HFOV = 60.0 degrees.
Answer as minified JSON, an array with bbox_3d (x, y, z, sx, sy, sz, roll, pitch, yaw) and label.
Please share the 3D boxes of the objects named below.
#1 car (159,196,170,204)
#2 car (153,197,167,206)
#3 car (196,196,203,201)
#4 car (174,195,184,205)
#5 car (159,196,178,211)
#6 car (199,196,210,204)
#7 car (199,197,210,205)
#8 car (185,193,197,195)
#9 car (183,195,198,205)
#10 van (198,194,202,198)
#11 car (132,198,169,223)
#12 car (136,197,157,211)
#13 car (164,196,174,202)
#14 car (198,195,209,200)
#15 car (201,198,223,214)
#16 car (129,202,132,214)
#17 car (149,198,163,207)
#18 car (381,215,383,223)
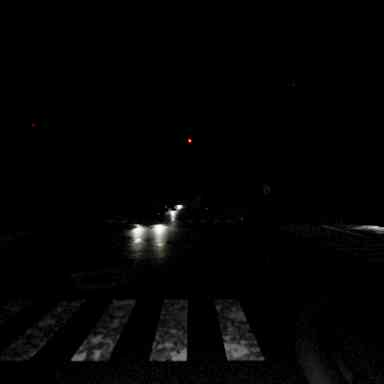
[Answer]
[{"bbox_3d":[-5.614,1.574,69.323,1.967,1.590,4.097,0,0,0],"label":"car"},{"bbox_3d":[-5.633,1.653,58.301,2.008,1.369,4.403,0,0,0],"label":"car"},{"bbox_3d":[2.037,1.727,90.213,1.812,1.442,4.674,0,0,0],"label":"car"},{"bbox_3d":[-3.054,1.710,60.741,1.895,1.301,4.718,0,0,1],"label":"car"},{"bbox_3d":[-3.118,1.570,42.484,1.837,1.490,4.892,0,0,0],"label":"car"},{"bbox_3d":[2.373,1.656,47.267,1.802,1.307,4.206,0,0,0],"label":"car"},{"bbox_3d":[2.401,1.668,63.798,2.008,1.369,4.403,0,0,0],"label":"car"},{"bbox_3d":[-0.218,1.505,73.815,1.812,1.442,4.674,0,0,0],"label":"car"},{"bbox_3d":[-0.235,1.681,63.811,1.994,1.385,4.181,0,0,0],"label":"car"},{"bbox_3d":[2.392,1.443,58.288,1.690,1.788,3.998,0,0,0],"label":"van"},{"bbox_3d":[-3.138,1.509,26.010,1.882,1.535,5.008,0,0,0],"label":"car"},{"bbox_3d":[-5.661,1.503,41.770,1.967,1.590,4.097,0,0,0],"label":"car"},{"bbox_3d":[-5.595,1.720,80.344,2.008,1.369,4.403,0,0,0],"label":"car"},{"bbox_3d":[2.382,1.654,52.777,1.947,1.339,4.313,0,0,0],"label":"car"},{"bbox_3d":[2.354,1.618,36.244,1.947,1.339,4.313,0,0,0],"label":"car"},{"bbox_3d":[-5.671,1.492,36.259,1.967,1.590,4.097,0,0,0],"label":"car"},{"bbox_3d":[-5.642,1.670,52.791,1.802,1.307,4.206,0,0,0],"label":"car"},{"bbox_3d":[14.192,1.518,20.761,4.181,1.385,1.994,0,0,0],"label":"car"}]
